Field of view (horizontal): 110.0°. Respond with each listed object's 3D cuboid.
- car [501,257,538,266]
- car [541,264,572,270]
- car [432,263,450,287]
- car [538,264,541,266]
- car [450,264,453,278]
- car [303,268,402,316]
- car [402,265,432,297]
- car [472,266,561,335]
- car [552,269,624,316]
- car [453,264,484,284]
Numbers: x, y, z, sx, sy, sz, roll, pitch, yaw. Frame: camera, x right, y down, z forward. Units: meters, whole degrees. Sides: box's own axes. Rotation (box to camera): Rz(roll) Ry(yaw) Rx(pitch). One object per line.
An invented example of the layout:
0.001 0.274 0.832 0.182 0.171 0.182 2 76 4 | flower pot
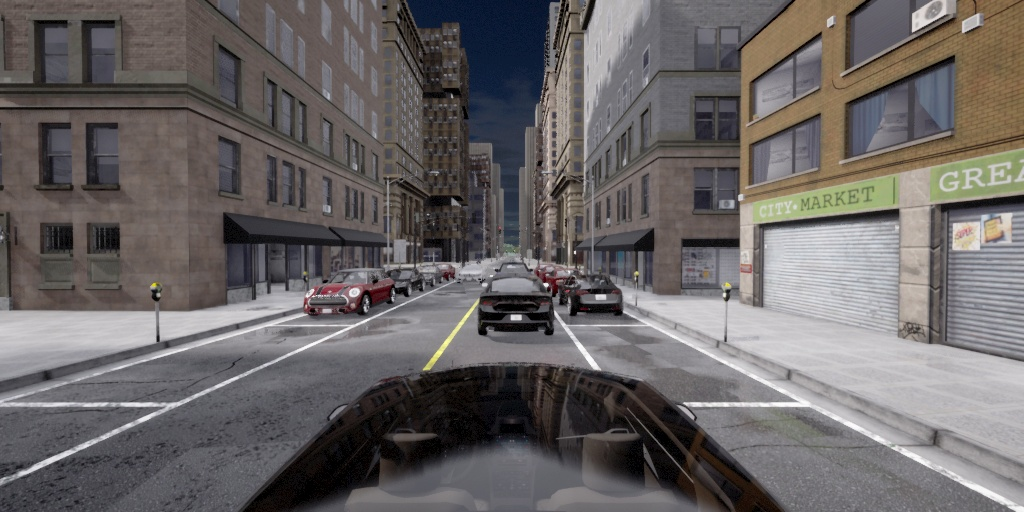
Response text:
0.104 1.100 19.722 2.097 1.767 4.553 0 0 0 | car
2.764 1.293 18.674 1.888 1.381 4.507 0 0 0 | car
-5.761 1.298 24.181 2.007 1.370 4.403 0 0 0 | car
2.764 1.293 24.180 1.888 1.381 4.507 0 0 0 | car
-5.761 1.293 29.687 1.888 1.381 4.507 0 0 0 | car
-5.763 1.188 13.171 1.967 1.591 4.097 0 0 0 | car
-5.762 1.313 18.676 1.948 1.339 4.313 0 0 0 | car
0.099 1.226 10.499 1.882 1.535 5.008 0 0 0 | car
2.763 1.314 13.170 1.948 1.339 4.313 0 0 0 | car
-2.997 1.311 27.310 1.812 1.442 4.674 0 0 0 | car
